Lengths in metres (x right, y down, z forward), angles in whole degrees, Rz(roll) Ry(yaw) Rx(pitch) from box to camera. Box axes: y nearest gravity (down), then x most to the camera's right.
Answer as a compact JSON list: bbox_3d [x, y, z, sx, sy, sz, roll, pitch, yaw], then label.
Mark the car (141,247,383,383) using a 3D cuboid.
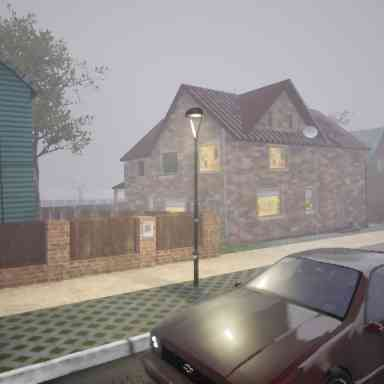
[{"bbox_3d":[2.046,1.548,4.593,5.357,1.411,2.033,0,0,-36],"label":"car"}]
